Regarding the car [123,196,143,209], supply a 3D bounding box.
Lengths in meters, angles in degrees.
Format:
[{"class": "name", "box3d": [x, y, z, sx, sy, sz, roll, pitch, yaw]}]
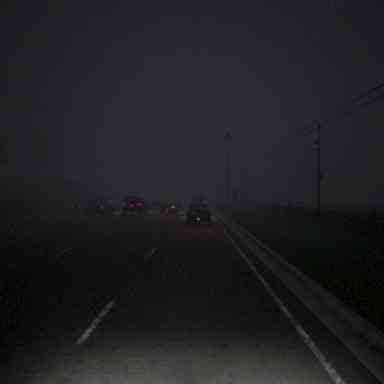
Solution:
[{"class": "car", "box3d": [-9.523, 1.657, 53.818, 2.150, 2.045, 5.566, 0, 0, 1]}]

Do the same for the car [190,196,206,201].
[{"class": "car", "box3d": [0.930, 1.696, 51.020, 2.150, 2.045, 5.566, 0, 0, 1]}]

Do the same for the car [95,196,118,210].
[{"class": "car", "box3d": [-13.069, 1.610, 51.203, 2.150, 2.045, 5.566, 0, -1, 1]}]

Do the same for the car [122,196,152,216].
[{"class": "car", "box3d": [-6.301, 1.527, 37.340, 2.150, 2.045, 5.566, 0, 0, 1]}]

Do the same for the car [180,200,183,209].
[{"class": "car", "box3d": [-2.504, 1.994, 54.976, 1.837, 1.490, 4.892, 0, -1, 1]}]

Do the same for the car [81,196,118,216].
[{"class": "car", "box3d": [-9.828, 1.623, 35.767, 2.097, 1.767, 4.553, 0, 0, 1]}]

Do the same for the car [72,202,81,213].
[{"class": "car", "box3d": [-13.241, 1.860, 41.186, 1.994, 1.385, 4.181, 0, -1, 1]}]

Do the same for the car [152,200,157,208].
[{"class": "car", "box3d": [-5.990, 1.998, 55.434, 1.812, 1.442, 4.674, 0, -1, 2]}]

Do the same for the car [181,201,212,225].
[{"class": "car", "box3d": [0.509, 1.734, 26.027, 2.128, 1.511, 4.902, 0, -1, 1]}]

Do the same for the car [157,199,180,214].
[{"class": "car", "box3d": [-2.762, 1.874, 39.740, 1.812, 1.442, 4.674, 0, -1, 1]}]
